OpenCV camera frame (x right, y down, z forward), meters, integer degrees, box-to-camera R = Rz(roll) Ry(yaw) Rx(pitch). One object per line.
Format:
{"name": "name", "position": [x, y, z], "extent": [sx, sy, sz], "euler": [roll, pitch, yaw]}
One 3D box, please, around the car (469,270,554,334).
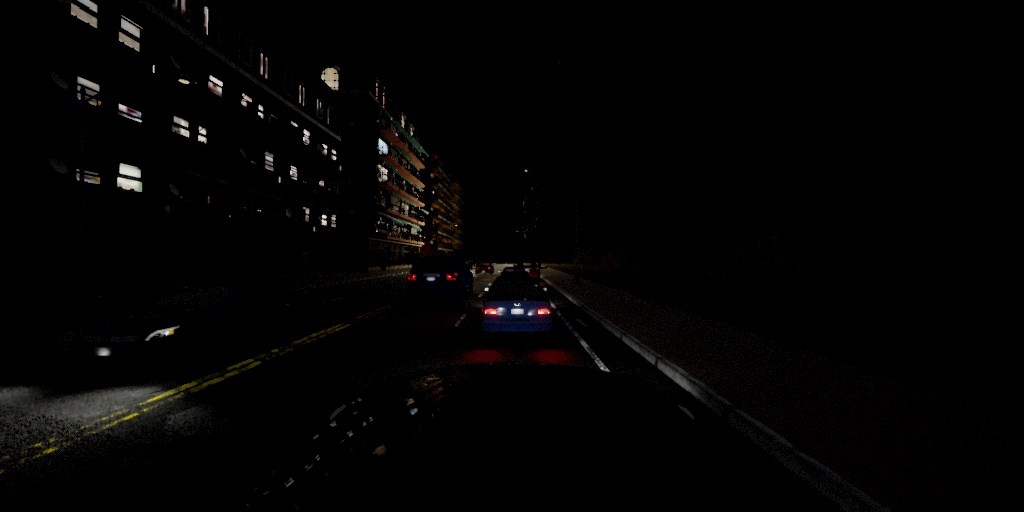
{"name": "car", "position": [0.118, 1.299, 10.589], "extent": [2.033, 1.411, 5.357], "euler": [0, 0, 0]}

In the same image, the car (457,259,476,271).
{"name": "car", "position": [-6.501, 1.243, 51.773], "extent": [2.128, 1.511, 4.902], "euler": [0, 0, 0]}

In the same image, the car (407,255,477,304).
{"name": "car", "position": [-3.124, 0.974, 16.520], "extent": [2.150, 2.045, 5.566], "euler": [0, 0, 0]}

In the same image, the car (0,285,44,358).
{"name": "car", "position": [-9.843, 1.228, 5.764], "extent": [1.882, 1.535, 5.008], "euler": [0, 0, 0]}

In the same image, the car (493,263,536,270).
{"name": "car", "position": [0.129, 1.317, 20.922], "extent": [1.994, 1.385, 4.181], "euler": [0, 0, 1]}

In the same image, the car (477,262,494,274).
{"name": "car", "position": [-3.075, 1.353, 41.286], "extent": [1.895, 1.301, 4.718], "euler": [0, 0, 0]}

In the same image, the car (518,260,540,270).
{"name": "car", "position": [1.190, 1.104, 29.857], "extent": [2.097, 1.767, 4.553], "euler": [0, 0, 0]}

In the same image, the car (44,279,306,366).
{"name": "car", "position": [-6.591, 1.277, 8.117], "extent": [1.812, 1.442, 4.674], "euler": [0, 0, 0]}
